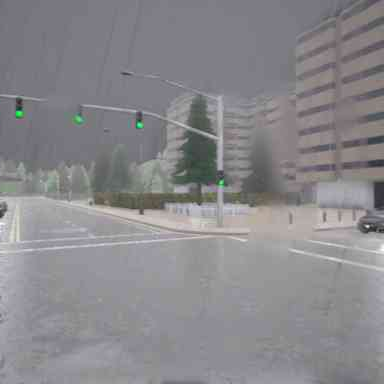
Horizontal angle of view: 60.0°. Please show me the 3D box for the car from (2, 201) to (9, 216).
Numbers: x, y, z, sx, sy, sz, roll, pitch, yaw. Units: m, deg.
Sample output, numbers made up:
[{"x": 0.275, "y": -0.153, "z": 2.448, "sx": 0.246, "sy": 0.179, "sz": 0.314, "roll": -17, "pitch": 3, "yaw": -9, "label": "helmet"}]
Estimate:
[{"x": -17.892, "y": 1.667, "z": 29.944, "sx": 1.895, "sy": 1.301, "sz": 4.718, "roll": 0, "pitch": 0, "yaw": -27, "label": "car"}]

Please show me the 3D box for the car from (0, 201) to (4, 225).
[{"x": -13.642, "y": 1.575, "z": 21.807, "sx": 1.812, "sy": 1.442, "sz": 4.674, "roll": 0, "pitch": 0, "yaw": -28, "label": "car"}]

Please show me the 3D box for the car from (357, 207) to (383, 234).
[{"x": 10.974, "y": 1.485, "z": 17.855, "sx": 4.892, "sy": 1.490, "sz": 1.837, "roll": 0, "pitch": 0, "yaw": -28, "label": "car"}]

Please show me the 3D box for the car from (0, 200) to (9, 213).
[{"x": -22.546, "y": 1.685, "z": 38.863, "sx": 1.895, "sy": 1.301, "sz": 4.718, "roll": 0, "pitch": 0, "yaw": -27, "label": "car"}]
